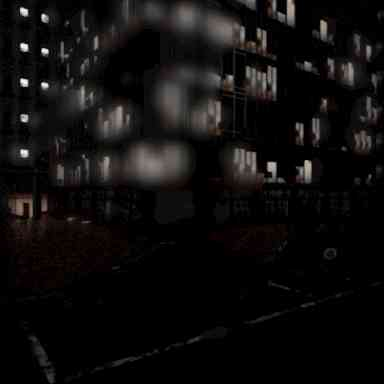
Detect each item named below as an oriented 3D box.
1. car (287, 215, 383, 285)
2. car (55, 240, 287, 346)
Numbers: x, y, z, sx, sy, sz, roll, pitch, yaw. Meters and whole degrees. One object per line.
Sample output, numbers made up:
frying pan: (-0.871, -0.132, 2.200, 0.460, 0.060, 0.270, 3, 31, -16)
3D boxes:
car: (4.291, 1.523, 9.624, 4.097, 1.590, 1.967, 1, -1, -35)
car: (-0.339, 1.612, 6.325, 4.206, 1.307, 1.802, 1, -1, -35)
